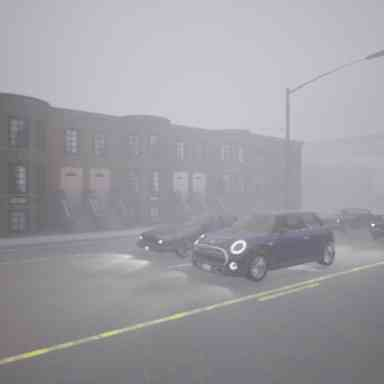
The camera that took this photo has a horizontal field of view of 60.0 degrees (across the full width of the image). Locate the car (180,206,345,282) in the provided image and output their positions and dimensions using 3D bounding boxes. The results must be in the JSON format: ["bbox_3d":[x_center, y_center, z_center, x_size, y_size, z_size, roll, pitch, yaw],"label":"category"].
[{"bbox_3d":[2.208,1.343,9.879,4.553,1.767,2.097,0,0,-35],"label":"car"}]

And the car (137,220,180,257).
[{"bbox_3d":[0.596,1.540,13.036,5.357,1.411,2.033,0,0,-36],"label":"car"}]

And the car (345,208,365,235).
[{"bbox_3d":[8.820,1.576,18.900,4.718,1.301,1.895,0,0,-35],"label":"car"}]

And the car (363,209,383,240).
[{"bbox_3d":[10.336,1.575,15.683,4.718,1.301,1.895,0,0,-35],"label":"car"}]
